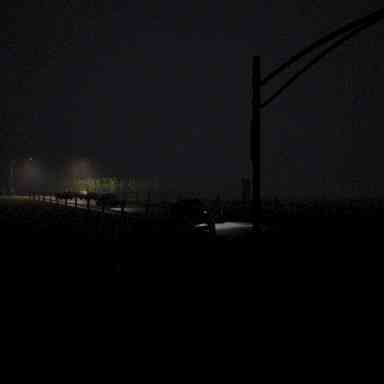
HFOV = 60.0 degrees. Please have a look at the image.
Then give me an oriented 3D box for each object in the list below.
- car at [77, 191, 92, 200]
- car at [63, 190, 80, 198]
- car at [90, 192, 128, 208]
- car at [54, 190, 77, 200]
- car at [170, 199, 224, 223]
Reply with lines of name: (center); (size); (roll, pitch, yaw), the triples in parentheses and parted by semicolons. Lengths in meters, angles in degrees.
car: (-16.662, 0.602, 53.592); (2.033, 1.411, 5.357); (0, 1, -35)
car: (-22.528, 0.355, 62.022); (1.882, 1.535, 5.008); (0, 1, -35)
car: (-8.769, 0.929, 35.772); (2.033, 1.411, 5.357); (0, 1, -35)
car: (-20.149, 0.629, 52.297); (1.895, 1.301, 4.718); (0, 1, -35)
car: (0.210, 1.192, 22.860); (1.812, 1.442, 4.674); (0, 1, -35)
